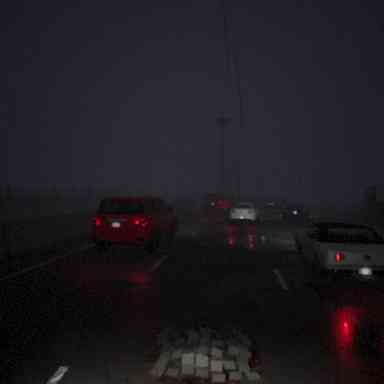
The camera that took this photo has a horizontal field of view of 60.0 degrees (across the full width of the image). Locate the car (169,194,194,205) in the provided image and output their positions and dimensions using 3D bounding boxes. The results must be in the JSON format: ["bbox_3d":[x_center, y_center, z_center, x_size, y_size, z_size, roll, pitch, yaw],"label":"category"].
[{"bbox_3d":[-1.681,1.210,55.072,2.097,1.767,4.553,0,0,31],"label":"car"}]

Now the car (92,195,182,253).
[{"bbox_3d":[-2.117,1.174,13.713,2.150,2.045,5.566,0,0,9],"label":"car"}]

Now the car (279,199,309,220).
[{"bbox_3d":[8.424,1.505,26.926,1.994,1.385,4.181,0,0,19],"label":"car"}]

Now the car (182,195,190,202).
[{"bbox_3d":[-1.966,1.344,47.387,2.128,1.511,4.902,0,0,27],"label":"car"}]

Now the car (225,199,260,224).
[{"bbox_3d":[3.922,1.463,24.292,1.812,1.442,4.674,0,0,16],"label":"car"}]

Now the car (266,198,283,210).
[{"bbox_3d":[10.528,1.453,40.722,2.033,1.411,5.357,0,0,27],"label":"car"}]

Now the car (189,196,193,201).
[{"bbox_3d":[1.822,1.427,47.111,1.994,1.385,4.181,0,0,29],"label":"car"}]

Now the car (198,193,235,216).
[{"bbox_3d":[2.779,1.132,32.012,2.150,2.045,5.566,0,0,20],"label":"car"}]

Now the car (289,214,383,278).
[{"bbox_3d":[4.402,1.582,10.087,1.895,1.301,4.718,0,0,7],"label":"car"}]
